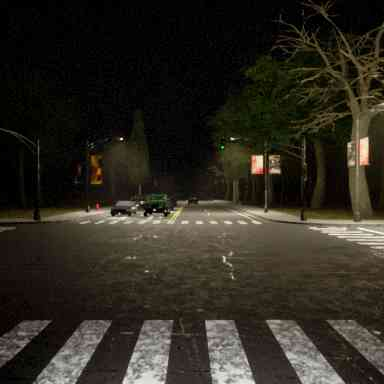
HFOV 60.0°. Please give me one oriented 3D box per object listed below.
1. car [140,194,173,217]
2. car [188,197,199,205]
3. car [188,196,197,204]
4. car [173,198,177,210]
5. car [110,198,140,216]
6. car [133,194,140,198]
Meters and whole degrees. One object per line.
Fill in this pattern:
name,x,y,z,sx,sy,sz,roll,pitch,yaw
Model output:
car,-3.289,1.240,32.085,2.150,2.045,5.566,0,0,0
car,0.221,1.673,62.231,2.128,1.511,4.902,0,0,0
car,0.190,1.739,72.598,1.882,1.535,5.008,0,0,0
car,-3.262,1.608,41.496,1.994,1.385,4.181,0,0,1
car,-6.538,1.567,32.631,2.033,1.411,5.357,0,0,0
car,-6.518,1.271,42.816,2.150,2.045,5.566,0,0,0
